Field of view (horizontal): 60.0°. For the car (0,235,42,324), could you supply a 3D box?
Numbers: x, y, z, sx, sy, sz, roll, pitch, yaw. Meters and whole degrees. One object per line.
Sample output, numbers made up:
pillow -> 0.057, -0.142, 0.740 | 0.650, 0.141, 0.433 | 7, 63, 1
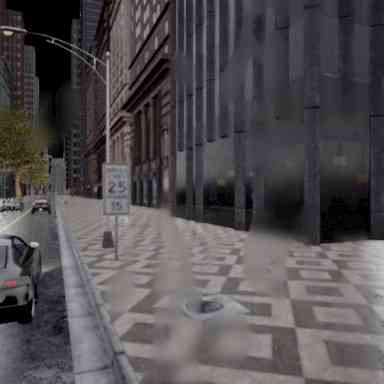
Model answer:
car -> -4.169, 1.564, 6.740 | 1.994, 1.385, 4.181 | 0, 0, -23

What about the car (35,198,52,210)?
car -> -20.122, 1.569, 45.195 | 2.033, 1.411, 5.357 | 0, 0, -22

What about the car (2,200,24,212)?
car -> -20.431, 1.588, 38.098 | 1.994, 1.385, 4.181 | 0, 0, -23

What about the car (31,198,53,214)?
car -> -16.083, 1.513, 35.598 | 1.837, 1.490, 4.892 | 0, 0, -22
